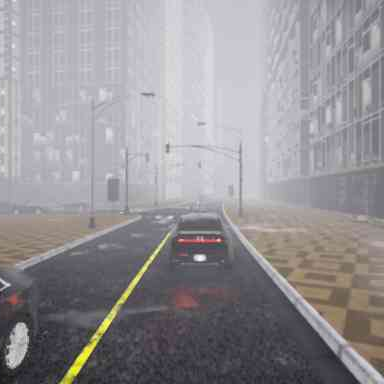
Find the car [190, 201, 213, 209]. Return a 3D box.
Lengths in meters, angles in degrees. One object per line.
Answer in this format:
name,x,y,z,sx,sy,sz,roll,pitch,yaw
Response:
car,0.659,1.550,22.415,1.895,1.301,4.718,0,0,3

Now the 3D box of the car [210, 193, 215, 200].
car,4.649,1.042,86.075,2.097,1.767,4.553,0,0,10

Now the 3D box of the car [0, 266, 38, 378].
car,-3.062,1.498,2.720,1.837,1.490,4.892,0,0,1

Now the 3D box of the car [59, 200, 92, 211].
car,-15.387,1.744,43.715,4.403,1.369,2.008,-1,1,11

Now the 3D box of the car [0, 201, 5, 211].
car,-26.413,1.947,45.946,4.313,1.339,1.947,-1,1,11

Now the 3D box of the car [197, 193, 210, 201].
car,2.170,1.274,70.635,1.837,1.490,4.892,0,0,8

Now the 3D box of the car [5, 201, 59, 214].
car,-17.048,1.723,35.502,4.403,1.369,2.008,-1,1,11

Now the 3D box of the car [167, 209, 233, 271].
car,0.263,1.478,10.835,1.837,1.490,4.892,0,-1,1
